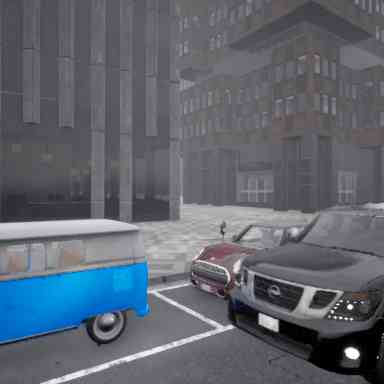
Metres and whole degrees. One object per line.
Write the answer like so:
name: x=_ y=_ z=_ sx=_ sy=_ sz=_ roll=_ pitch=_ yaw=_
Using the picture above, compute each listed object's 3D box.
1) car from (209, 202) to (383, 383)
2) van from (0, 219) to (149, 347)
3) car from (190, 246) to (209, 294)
car: x=3.179 y=1.222 z=5.615 sx=5.566 sy=2.045 sz=2.150 roll=0 pitch=0 yaw=-35
van: x=-2.591 y=1.341 z=4.798 sx=3.998 sy=1.788 sz=1.690 roll=0 pitch=0 yaw=-35
car: x=1.920 y=1.441 z=7.987 sx=4.097 sy=1.590 sz=1.967 roll=0 pitch=0 yaw=-35
